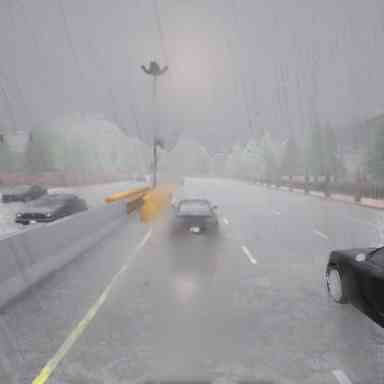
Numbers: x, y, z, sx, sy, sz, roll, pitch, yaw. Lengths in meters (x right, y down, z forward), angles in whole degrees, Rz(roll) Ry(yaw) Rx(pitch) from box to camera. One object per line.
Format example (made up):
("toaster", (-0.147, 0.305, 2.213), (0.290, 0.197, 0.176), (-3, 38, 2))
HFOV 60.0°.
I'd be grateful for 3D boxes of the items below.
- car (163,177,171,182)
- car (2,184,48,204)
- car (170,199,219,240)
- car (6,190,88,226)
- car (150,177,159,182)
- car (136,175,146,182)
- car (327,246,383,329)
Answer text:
("car", (-6.613, -3.352, 88.906), (2.128, 1.511, 4.902), (0, 3, 0))
("car", (-13.973, 0.119, 28.086), (1.882, 1.535, 5.008), (0, 3, 1))
("car", (0.103, 1.000, 13.737), (1.812, 1.442, 4.674), (0, 3, 0))
("car", (-7.081, 0.806, 17.438), (2.033, 1.411, 5.357), (0, 3, 0))
("car", (-10.113, -3.355, 88.925), (1.812, 1.442, 4.674), (0, 3, 0))
("car", (-13.613, -3.653, 88.899), (2.150, 2.045, 5.566), (0, 3, 0))
("car", (3.599, 1.377, 4.609), (1.882, 1.535, 5.008), (0, 2, 0))
